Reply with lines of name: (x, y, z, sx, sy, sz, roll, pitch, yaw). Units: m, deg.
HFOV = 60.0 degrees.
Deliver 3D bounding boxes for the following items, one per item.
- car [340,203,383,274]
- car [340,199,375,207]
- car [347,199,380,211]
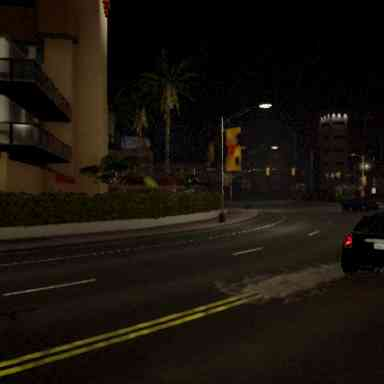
car: (6.143, 1.357, 9.655, 4.553, 1.767, 2.097, 0, 0, -45)
car: (18.501, 1.508, 37.807, 1.882, 1.535, 5.008, 0, 0, 6)
car: (21.858, 1.595, 42.590, 1.994, 1.385, 4.181, 0, 0, -3)
